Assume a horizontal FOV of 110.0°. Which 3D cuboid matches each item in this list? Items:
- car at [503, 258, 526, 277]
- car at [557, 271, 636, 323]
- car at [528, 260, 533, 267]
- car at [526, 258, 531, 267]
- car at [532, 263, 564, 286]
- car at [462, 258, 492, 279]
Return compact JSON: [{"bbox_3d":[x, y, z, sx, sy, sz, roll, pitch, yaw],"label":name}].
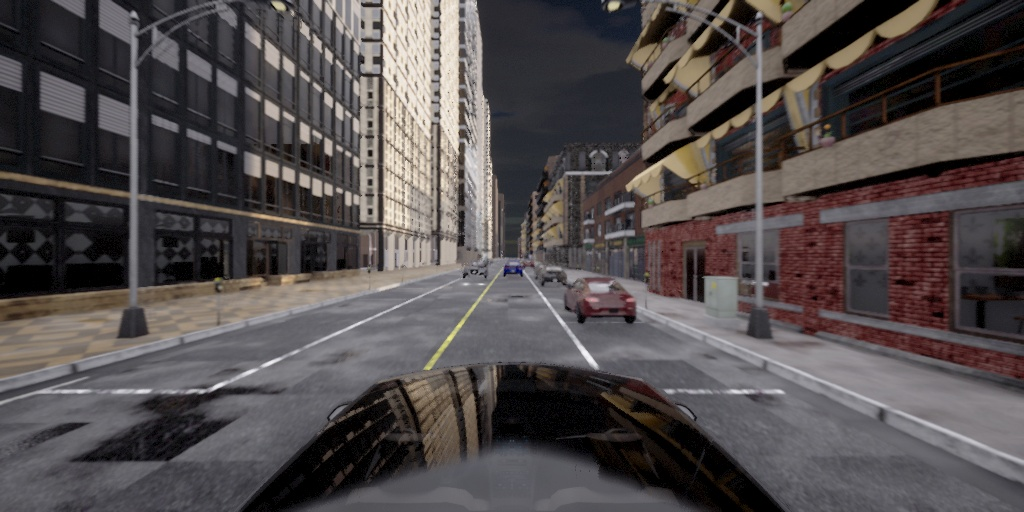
[{"bbox_3d":[0.110,1.203,35.579,1.882,1.535,5.008,0,0,0],"label":"car"},{"bbox_3d":[2.743,1.327,11.759,1.802,1.307,4.207,0,0,0],"label":"car"},{"bbox_3d":[2.698,1.281,30.324,2.007,1.370,4.403,0,0,0],"label":"car"},{"bbox_3d":[2.706,1.297,58.567,1.802,1.307,4.207,0,0,0],"label":"car"},{"bbox_3d":[2.696,1.285,24.676,2.007,1.370,4.403,0,0,0],"label":"car"},{"bbox_3d":[-2.992,1.085,30.328,1.994,1.385,4.181,0,0,0],"label":"car"}]
